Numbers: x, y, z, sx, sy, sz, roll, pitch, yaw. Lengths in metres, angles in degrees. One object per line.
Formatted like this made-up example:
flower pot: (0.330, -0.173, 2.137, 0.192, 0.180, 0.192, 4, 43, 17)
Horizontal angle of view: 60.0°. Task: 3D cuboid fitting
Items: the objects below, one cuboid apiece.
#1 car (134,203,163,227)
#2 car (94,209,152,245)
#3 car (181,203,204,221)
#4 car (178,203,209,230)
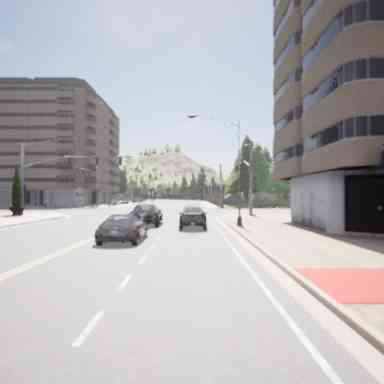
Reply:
car: (-3.369, 1.634, 25.125, 2.097, 1.767, 4.553, 0, -1, 0)
car: (-3.380, 1.750, 16.483, 1.994, 1.385, 4.181, 0, -1, 0)
car: (0.040, 1.857, 32.497, 2.128, 1.511, 4.902, 0, -1, 0)
car: (0.081, 1.765, 23.138, 1.837, 1.490, 4.892, 0, -1, 1)
